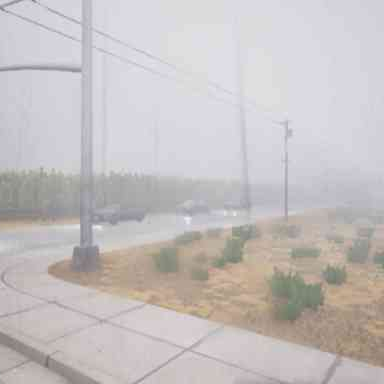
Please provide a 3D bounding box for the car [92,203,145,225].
[{"bbox_3d":[-5.225,1.503,23.556,1.994,1.385,4.181,0,0,33],"label":"car"}]

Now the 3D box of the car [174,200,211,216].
[{"bbox_3d":[0.125,1.462,31.886,1.812,1.442,4.674,0,0,32],"label":"car"}]

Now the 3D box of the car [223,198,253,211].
[{"bbox_3d":[5.744,1.481,40.674,2.033,1.411,5.357,0,0,33],"label":"car"}]
